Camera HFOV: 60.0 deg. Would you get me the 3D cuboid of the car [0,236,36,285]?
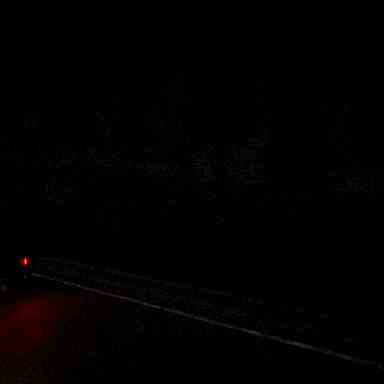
[{"bbox_3d":[-5.979,1.601,8.255,4.718,1.301,1.895,0,0,35],"label":"car"}]
